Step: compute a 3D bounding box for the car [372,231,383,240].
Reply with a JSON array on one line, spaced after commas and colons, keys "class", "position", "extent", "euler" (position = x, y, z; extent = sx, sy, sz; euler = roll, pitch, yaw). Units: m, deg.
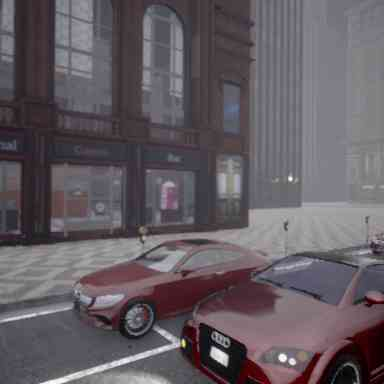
[{"class": "car", "position": [8.507, 1.708, 12.694], "extent": [4.206, 1.307, 1.802], "euler": [1, 0, -35]}]

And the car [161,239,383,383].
[{"class": "car", "position": [1.919, 1.602, 4.742], "extent": [4.181, 1.385, 1.994], "euler": [1, 0, -35]}]

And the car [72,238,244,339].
[{"class": "car", "position": [-0.132, 1.614, 6.548], "extent": [4.206, 1.307, 1.802], "euler": [1, 0, -35]}]
